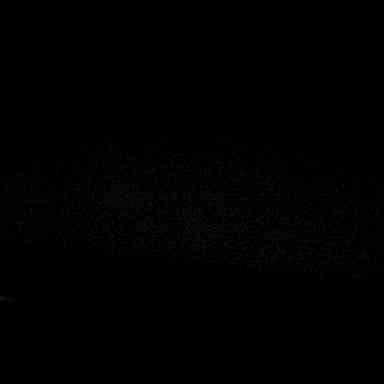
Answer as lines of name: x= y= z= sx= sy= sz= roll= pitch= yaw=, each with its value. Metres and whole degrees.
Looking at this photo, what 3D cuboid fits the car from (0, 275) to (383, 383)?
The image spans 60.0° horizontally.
car: x=-0.335 y=1.601 z=3.371 sx=4.718 sy=1.301 sz=1.895 roll=0 pitch=0 yaw=26
